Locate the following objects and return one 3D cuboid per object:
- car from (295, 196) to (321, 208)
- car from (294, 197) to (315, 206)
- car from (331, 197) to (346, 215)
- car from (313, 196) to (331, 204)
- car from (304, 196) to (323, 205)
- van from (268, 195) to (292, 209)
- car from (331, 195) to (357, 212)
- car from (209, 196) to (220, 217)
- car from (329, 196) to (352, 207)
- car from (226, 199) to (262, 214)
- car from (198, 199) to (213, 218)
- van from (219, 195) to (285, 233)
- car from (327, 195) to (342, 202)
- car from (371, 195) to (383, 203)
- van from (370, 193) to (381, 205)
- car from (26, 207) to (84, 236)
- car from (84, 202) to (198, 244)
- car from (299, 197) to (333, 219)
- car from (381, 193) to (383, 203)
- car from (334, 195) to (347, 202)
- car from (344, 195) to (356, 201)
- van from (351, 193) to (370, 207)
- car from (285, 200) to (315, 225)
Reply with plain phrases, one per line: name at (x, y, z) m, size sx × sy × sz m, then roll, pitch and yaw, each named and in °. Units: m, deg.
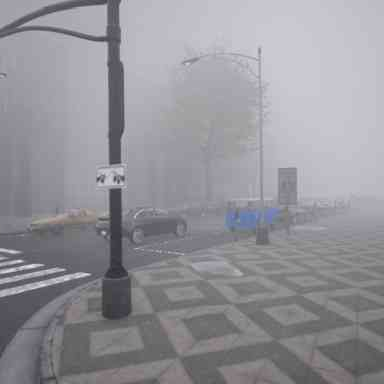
car at (15.988, 1.386, 45.694) m, size 2.128 × 1.511 × 4.902 m, roll -1°, pitch -1°, yaw 36°
car at (18.065, 1.491, 53.304) m, size 1.947 × 1.339 × 4.313 m, roll -1°, pitch 0°, yaw 36°
car at (12.907, 1.408, 31.544) m, size 1.802 × 1.307 × 4.206 m, roll -1°, pitch 0°, yaw 36°
car at (24.244, 1.452, 61.891) m, size 2.008 × 1.369 × 4.403 m, roll -1°, pitch -1°, yaw 36°
car at (21.055, 1.439, 57.460) m, size 1.752 × 1.417 × 4.829 m, roll -1°, pitch 0°, yaw 36°
van at (11.884, 1.292, 44.720) m, size 1.690 × 1.788 × 3.998 m, roll -1°, pitch 0°, yaw 36°
car at (16.068, 1.363, 35.937) m, size 2.008 × 1.369 × 4.403 m, roll -1°, pitch 0°, yaw 36°
car at (2.616, 1.307, 31.842) m, size 2.192 × 1.841 × 5.009 m, roll -1°, pitch 0°, yaw 36°
car at (21.830, 1.375, 48.675) m, size 2.033 × 1.411 × 5.357 m, roll -1°, pitch -1°, yaw 36°
car at (5.708, 1.528, 36.133) m, size 2.008 × 1.369 × 4.403 m, roll -1°, pitch 0°, yaw 36°
car at (-0.471, 1.551, 27.547) m, size 1.887 × 1.381 × 4.507 m, roll -1°, pitch 0°, yaw 36°
van at (3.418, 1.212, 18.363) m, size 1.690 × 1.788 × 3.998 m, roll -1°, pitch 0°, yaw 36°
car at (30.011, 1.432, 69.904) m, size 2.008 × 1.369 × 4.403 m, roll -1°, pitch -1°, yaw 36°
car at (35.040, 1.303, 62.300) m, size 1.947 × 1.339 × 4.313 m, roll -1°, pitch -1°, yaw 36°
van at (28.713, 1.102, 53.514) m, size 1.690 × 1.788 × 3.998 m, roll -1°, pitch -1°, yaw 36°
car at (-6.755, 1.564, 18.825) m, size 1.752 × 1.417 × 4.829 m, roll -1°, pitch 0°, yaw 36°
car at (-2.139, 1.429, 15.371) m, size 2.128 × 1.511 × 4.902 m, roll -1°, pitch -1°, yaw 36°
car at (9.744, 1.385, 27.149) m, size 1.887 × 1.381 × 4.507 m, roll -1°, pitch 0°, yaw 36°
car at (31.977, 1.274, 58.044) m, size 1.752 × 1.417 × 4.829 m, roll -1°, pitch -1°, yaw 36°
car at (33.191, 1.415, 74.323) m, size 1.887 × 1.381 × 4.507 m, roll -1°, pitch -1°, yaw 36°
car at (39.551, 1.400, 83.161) m, size 2.008 × 1.369 × 4.403 m, roll -1°, pitch -1°, yaw 36°
van at (22.389, 1.127, 44.726) m, size 1.690 × 1.788 × 3.998 m, roll -1°, pitch 0°, yaw 36°
car at (6.583, 1.422, 22.756) m, size 1.947 × 1.339 × 4.313 m, roll -1°, pitch 0°, yaw 36°
